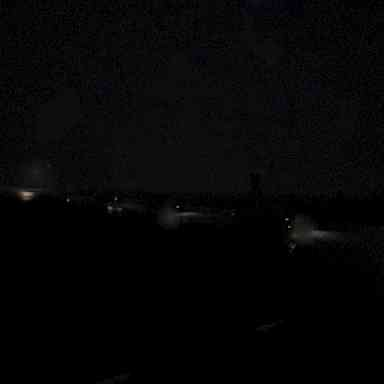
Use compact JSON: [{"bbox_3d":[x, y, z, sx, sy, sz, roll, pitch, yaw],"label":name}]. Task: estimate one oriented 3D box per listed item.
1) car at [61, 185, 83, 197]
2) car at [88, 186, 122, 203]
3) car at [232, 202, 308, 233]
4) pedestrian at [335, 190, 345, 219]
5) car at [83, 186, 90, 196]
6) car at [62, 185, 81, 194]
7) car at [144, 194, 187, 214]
[{"bbox_3d":[-18.419,-0.015,49.996,1.812,1.442,4.674,-3,4,-35],"label":"car"},{"bbox_3d":[-9.455,0.399,37.131,2.128,1.511,4.902,-3,4,-35],"label":"car"},{"bbox_3d":[4.096,1.250,17.931,1.994,1.385,4.181,-3,4,-35],"label":"car"},{"bbox_3d":[9.259,0.777,20.951,0.375,1.860,0.375,-1,1,-35],"label":"pedestrian"},{"bbox_3d":[-15.727,-0.194,51.112,1.837,1.490,4.892,-3,4,-35],"label":"car"},{"bbox_3d":[-21.591,-0.491,59.414,1.837,1.490,4.892,-3,4,-35],"label":"car"},{"bbox_3d":[-2.234,0.885,26.900,1.994,1.385,4.181,-3,4,-35],"label":"car"}]
